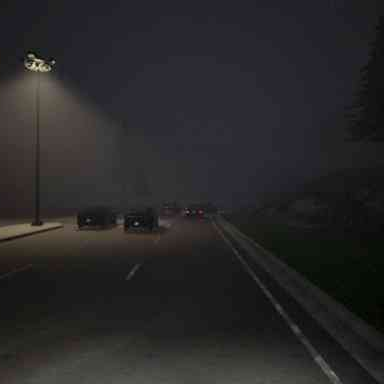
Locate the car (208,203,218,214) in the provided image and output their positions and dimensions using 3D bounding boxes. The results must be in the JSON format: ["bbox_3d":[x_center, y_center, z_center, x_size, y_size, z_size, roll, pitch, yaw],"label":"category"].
[{"bbox_3d":[2.102,2.083,43.615,1.994,1.385,4.181,0,-1,15],"label":"car"}]

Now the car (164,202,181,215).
[{"bbox_3d":[-2.393,1.965,39.790,2.128,1.511,4.902,0,-1,10],"label":"car"}]

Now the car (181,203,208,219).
[{"bbox_3d":[0.321,1.948,33.653,2.033,1.411,5.357,0,-1,3],"label":"car"}]

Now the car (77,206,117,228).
[{"bbox_3d":[-6.902,1.771,24.633,1.882,1.535,5.008,0,-1,0],"label":"car"}]

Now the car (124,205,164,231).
[{"bbox_3d":[-3.406,1.764,22.917,2.128,1.511,4.902,0,-1,0],"label":"car"}]
